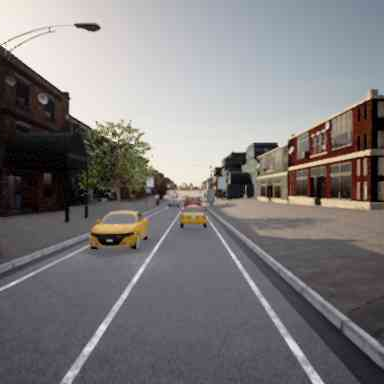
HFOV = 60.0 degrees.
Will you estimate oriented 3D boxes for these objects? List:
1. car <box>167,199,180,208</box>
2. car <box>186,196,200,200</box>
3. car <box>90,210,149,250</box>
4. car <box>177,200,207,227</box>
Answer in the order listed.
[{"bbox_3d":[-3.041,1.914,56.041,1.837,1.490,4.892,0,0,0],"label":"car"},{"bbox_3d":[0.111,1.569,42.215,2.150,2.045,5.566,0,0,0],"label":"car"},{"bbox_3d":[-3.096,1.582,15.024,1.882,1.535,5.008,0,0,0],"label":"car"},{"bbox_3d":[0.106,1.644,24.272,1.801,1.575,5.366,0,-1,0],"label":"car"}]
